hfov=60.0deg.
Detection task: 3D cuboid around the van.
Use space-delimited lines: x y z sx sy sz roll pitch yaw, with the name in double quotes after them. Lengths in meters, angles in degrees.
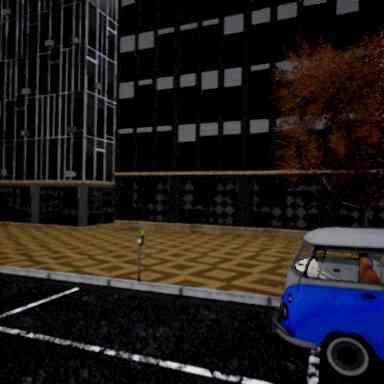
3.203 1.408 4.299 3.998 1.788 1.690 0 0 22 "van"
